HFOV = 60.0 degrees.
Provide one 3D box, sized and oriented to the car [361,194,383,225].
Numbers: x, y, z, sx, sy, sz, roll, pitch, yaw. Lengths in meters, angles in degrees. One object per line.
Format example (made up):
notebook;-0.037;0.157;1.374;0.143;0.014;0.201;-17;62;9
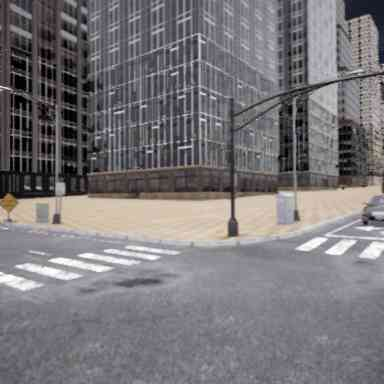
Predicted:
car;10.551;0.897;17.993;2.128;1.511;4.902;-1;1;38

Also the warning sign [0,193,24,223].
warning sign;-11.679;0.983;21.295;1.060;1.860;1.300;-1;0;34
